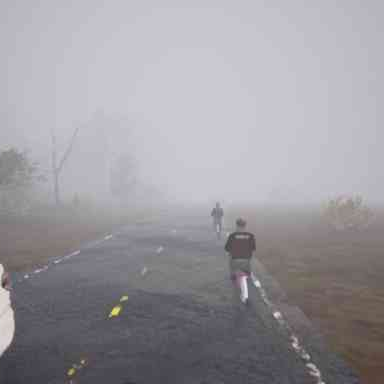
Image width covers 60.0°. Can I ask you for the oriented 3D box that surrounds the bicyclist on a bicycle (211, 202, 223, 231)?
[{"bbox_3d":[1.202,1.369,15.660,0.659,1.776,1.843,0,0,2],"label":"bicyclist on a bicycle"}]

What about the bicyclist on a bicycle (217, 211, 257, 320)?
[{"bbox_3d":[0.927,1.370,6.455,0.659,1.776,1.843,0,0,1],"label":"bicyclist on a bicycle"}]

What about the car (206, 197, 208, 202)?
[{"bbox_3d":[4.633,1.552,79.185,2.033,1.411,5.357,0,0,11],"label":"car"}]

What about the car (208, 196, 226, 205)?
[{"bbox_3d":[4.424,1.570,58.818,1.994,1.385,4.181,0,0,8],"label":"car"}]

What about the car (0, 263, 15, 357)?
[{"bbox_3d":[-3.070,1.221,1.447,2.150,2.045,5.566,0,0,0],"label":"car"}]
